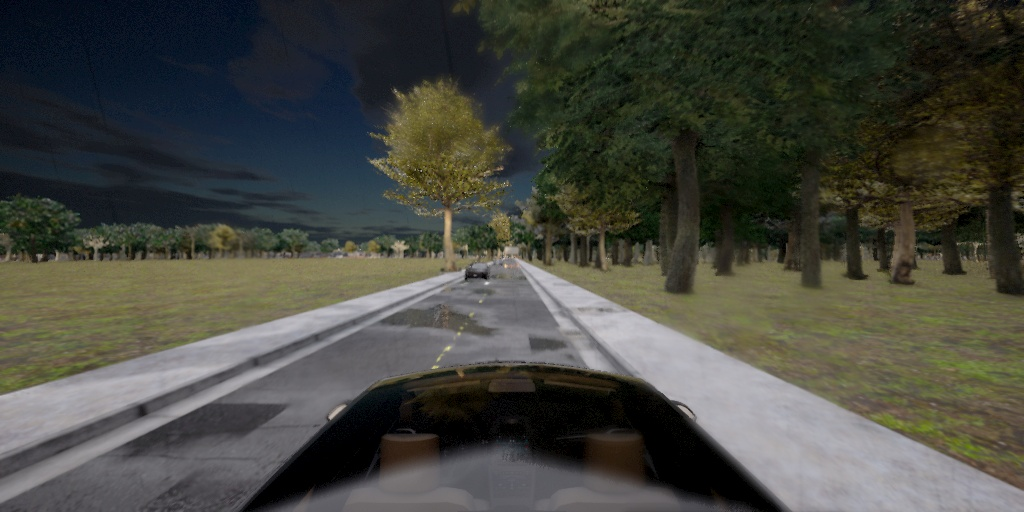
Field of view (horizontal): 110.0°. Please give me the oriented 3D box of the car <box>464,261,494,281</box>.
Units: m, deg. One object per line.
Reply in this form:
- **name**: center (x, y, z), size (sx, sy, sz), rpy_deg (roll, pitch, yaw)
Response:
- **car**: center (-2.851, 1.241, 30.263), size (1.882, 1.535, 5.008), rpy_deg (0, 0, 0)

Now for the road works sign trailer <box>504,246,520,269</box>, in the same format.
- **road works sign trailer**: center (-0.010, 0.238, 55.441), size (2.380, 3.560, 2.880), rpy_deg (0, 0, 0)
